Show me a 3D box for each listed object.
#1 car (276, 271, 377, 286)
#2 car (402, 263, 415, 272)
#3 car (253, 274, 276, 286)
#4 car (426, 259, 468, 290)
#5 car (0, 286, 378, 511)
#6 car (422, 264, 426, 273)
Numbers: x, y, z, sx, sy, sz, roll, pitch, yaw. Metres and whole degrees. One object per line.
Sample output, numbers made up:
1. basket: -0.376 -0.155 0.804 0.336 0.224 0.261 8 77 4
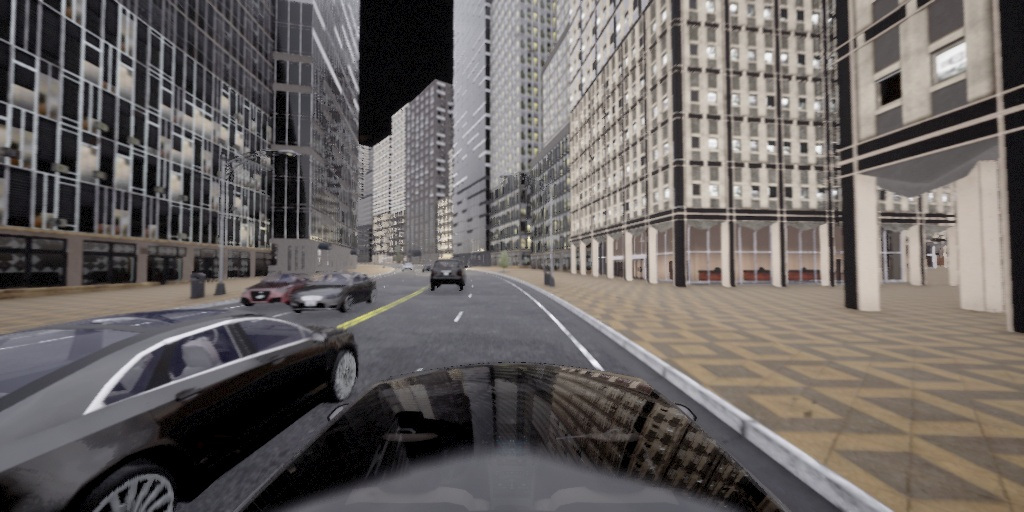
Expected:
1. car: -7.014 1.395 14.689 2.128 1.511 4.902 0 -1 -3
2. car: -17.076 1.883 59.241 1.812 1.442 4.674 0 -1 -14
3. car: -10.393 1.492 16.620 1.994 1.385 4.181 0 -1 -4
4. car: -4.328 1.229 24.883 2.150 2.045 5.566 0 -1 -5
5. car: -3.205 1.269 3.522 2.128 1.511 4.902 0 -1 0
6. car: -12.786 1.886 55.132 1.994 1.385 4.181 0 -1 -13
